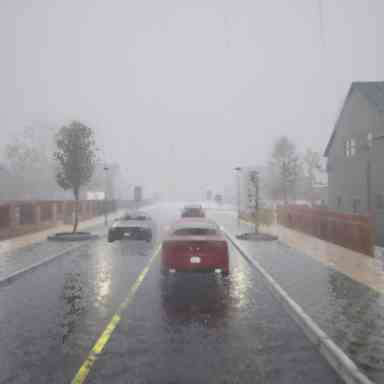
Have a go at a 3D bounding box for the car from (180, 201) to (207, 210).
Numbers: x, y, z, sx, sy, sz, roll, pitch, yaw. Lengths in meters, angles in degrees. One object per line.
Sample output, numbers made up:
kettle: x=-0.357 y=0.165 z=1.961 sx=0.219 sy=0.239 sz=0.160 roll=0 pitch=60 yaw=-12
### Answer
car: x=0.089 y=1.724 z=26.352 sx=1.837 sy=1.490 sz=4.892 roll=0 pitch=0 yaw=0

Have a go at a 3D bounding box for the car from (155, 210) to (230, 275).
car: x=0.090 y=1.562 z=10.788 sx=1.882 sy=1.535 sz=5.008 roll=0 pitch=0 yaw=0

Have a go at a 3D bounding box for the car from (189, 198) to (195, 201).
car: x=-0.002 y=2.299 z=86.233 sx=2.128 sy=1.511 sz=4.902 roll=0 pitch=-1 yaw=0

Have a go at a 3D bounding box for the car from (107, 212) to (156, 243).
car: x=-2.848 y=1.697 z=16.613 sx=1.994 sy=1.385 sz=4.181 roll=0 pitch=0 yaw=0
